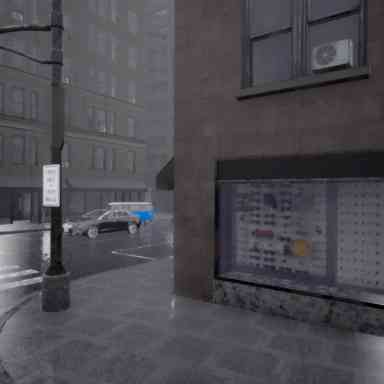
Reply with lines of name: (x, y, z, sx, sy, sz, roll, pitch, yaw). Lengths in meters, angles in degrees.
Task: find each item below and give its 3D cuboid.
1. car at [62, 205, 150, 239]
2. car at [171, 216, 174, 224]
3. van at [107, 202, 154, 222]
car: (-5.026, 1.727, 19.015, 2.128, 1.511, 4.902, 0, -1, 35)
car: (0.230, 1.947, 26.477, 1.994, 1.385, 4.181, 0, -1, 36)
van: (-4.536, 1.636, 24.198, 1.690, 1.788, 3.998, -1, -1, 35)
